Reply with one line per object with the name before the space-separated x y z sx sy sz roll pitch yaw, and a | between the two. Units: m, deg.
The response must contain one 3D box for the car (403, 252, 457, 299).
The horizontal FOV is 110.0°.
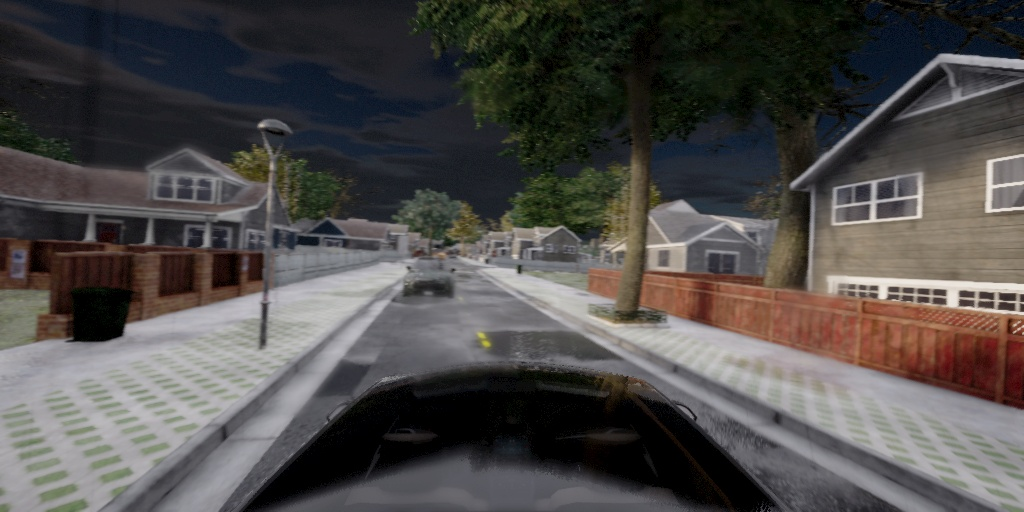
car | -3.699 0.859 16.356 2.097 1.767 4.553 3 0 -12
